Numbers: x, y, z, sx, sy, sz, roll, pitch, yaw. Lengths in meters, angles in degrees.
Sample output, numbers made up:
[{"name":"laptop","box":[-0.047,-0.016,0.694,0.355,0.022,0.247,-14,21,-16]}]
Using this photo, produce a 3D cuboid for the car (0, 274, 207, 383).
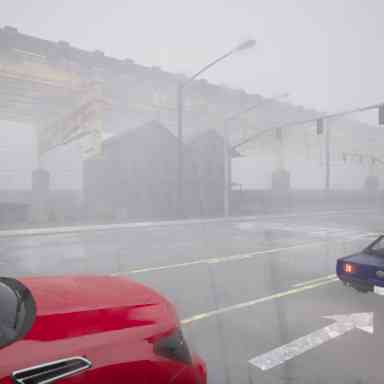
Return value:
[{"name":"car","box":[-2.526,1.221,1.943,5.566,2.045,2.150,0,0,-36]}]

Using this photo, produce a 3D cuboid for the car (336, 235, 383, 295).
[{"name":"car","box":[5.427,1.601,7.616,4.718,1.301,1.895,0,0,-35]}]
